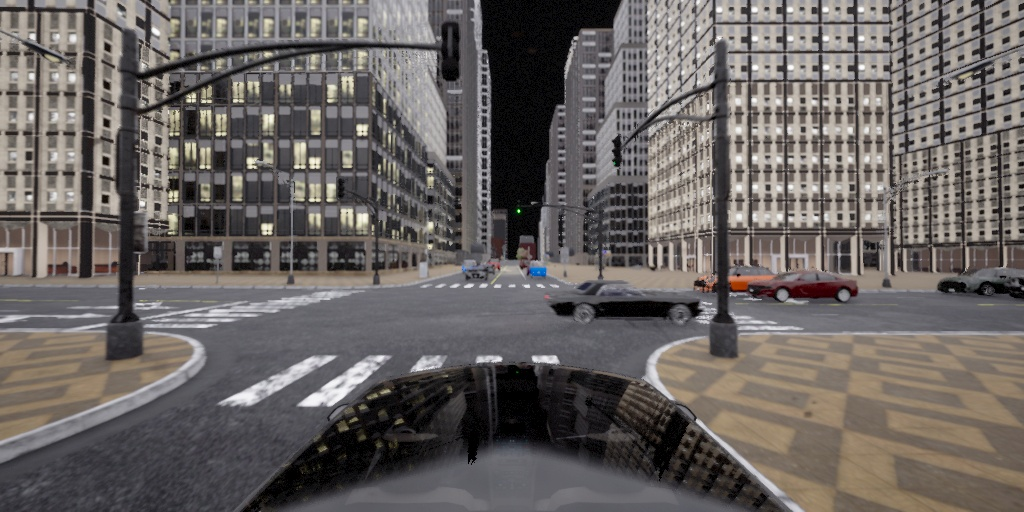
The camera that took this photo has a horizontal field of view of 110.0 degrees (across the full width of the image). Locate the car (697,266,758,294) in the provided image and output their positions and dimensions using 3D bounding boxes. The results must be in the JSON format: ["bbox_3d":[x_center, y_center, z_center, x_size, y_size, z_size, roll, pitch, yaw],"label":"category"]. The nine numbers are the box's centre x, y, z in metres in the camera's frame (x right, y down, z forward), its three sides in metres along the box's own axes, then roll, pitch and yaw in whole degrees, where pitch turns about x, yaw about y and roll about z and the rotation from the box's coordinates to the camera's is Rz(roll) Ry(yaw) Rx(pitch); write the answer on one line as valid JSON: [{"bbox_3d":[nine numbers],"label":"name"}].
[{"bbox_3d":[13.457,1.412,21.627,4.553,1.767,2.097,0,-1,-1],"label":"car"}]

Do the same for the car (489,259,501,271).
[{"bbox_3d":[-3.103,1.498,61.137,2.150,2.045,5.566,0,0,1],"label":"car"}]

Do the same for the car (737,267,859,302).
[{"bbox_3d":[14.757,1.503,18.399,5.008,1.535,1.882,0,-1,-1],"label":"car"}]

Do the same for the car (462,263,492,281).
[{"bbox_3d":[-3.242,1.601,34.012,1.994,1.385,4.181,0,-1,0],"label":"car"}]

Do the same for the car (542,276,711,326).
[{"bbox_3d":[3.478,1.451,11.557,4.718,1.301,1.895,0,-1,-1],"label":"car"}]

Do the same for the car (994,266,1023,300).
[{"bbox_3d":[29.499,1.338,18.720,5.566,2.045,2.150,-1,-1,-1],"label":"car"}]

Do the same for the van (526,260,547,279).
[{"bbox_3d":[2.670,1.408,37.445,1.690,1.789,3.998,0,0,0],"label":"van"}]

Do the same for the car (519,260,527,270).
[{"bbox_3d":[2.654,1.627,65.136,2.192,1.841,5.009,0,0,0],"label":"car"}]

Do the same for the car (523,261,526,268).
[{"bbox_3d":[2.599,1.662,42.983,1.888,1.381,4.507,0,0,0],"label":"car"}]

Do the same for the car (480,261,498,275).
[{"bbox_3d":[-3.198,1.709,46.226,1.994,1.385,4.181,0,-1,0],"label":"car"}]

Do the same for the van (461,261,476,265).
[{"bbox_3d":[-5.785,1.506,48.548,1.690,1.789,3.998,0,0,0],"label":"van"}]

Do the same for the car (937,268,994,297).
[{"bbox_3d":[29.115,1.516,21.964,4.553,1.767,2.097,0,-1,-1],"label":"car"}]
